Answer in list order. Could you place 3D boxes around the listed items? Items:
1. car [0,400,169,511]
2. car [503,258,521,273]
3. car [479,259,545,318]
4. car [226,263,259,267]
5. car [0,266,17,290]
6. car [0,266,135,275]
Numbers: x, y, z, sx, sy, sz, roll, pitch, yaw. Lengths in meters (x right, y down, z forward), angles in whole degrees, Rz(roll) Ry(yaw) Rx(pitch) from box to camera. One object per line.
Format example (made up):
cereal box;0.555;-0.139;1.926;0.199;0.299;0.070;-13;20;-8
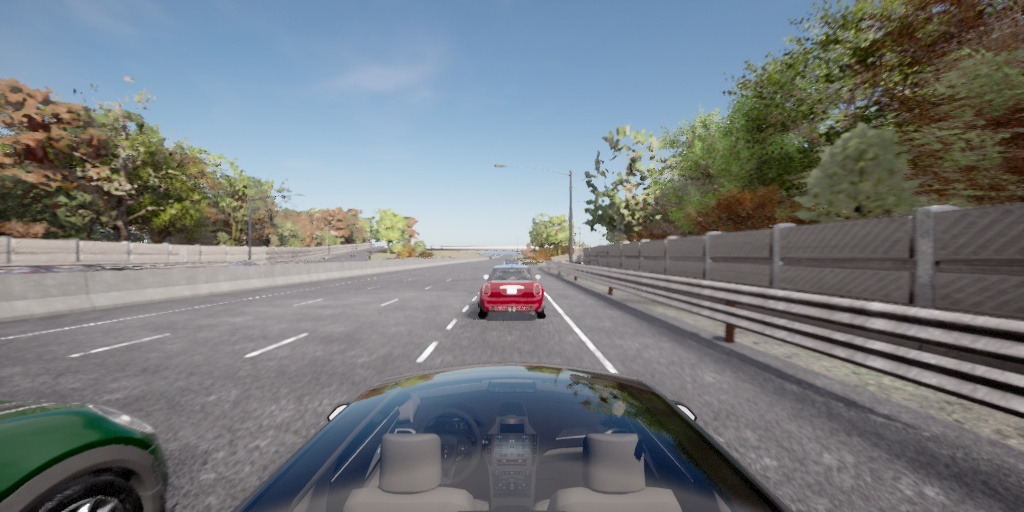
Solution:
car;-3.400;1.103;0.537;2.097;1.767;4.553;0;0;0
car;0.000;1.111;43.724;2.097;1.767;4.553;0;0;0
car;-0.002;1.096;13.072;2.097;1.767;4.553;0;0;0
car;-24.585;1.300;32.670;2.033;1.411;5.357;0;0;0
car;-31.582;1.310;20.061;1.994;1.385;4.181;0;0;0
car;-21.086;1.252;17.901;1.837;1.490;4.892;0;-1;0
